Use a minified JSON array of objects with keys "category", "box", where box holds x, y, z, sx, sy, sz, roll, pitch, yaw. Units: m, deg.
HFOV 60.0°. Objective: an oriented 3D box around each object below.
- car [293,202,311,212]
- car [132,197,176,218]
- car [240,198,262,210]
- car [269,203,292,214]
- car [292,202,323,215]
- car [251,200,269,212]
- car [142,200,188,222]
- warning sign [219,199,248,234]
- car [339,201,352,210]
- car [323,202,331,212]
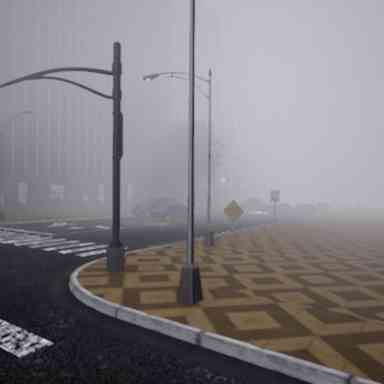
[{"category":"car","box":[18.315,2.442,55.278,1.994,1.385,4.181,1,-1,33]},{"category":"car","box":[-3.561,1.508,33.359,2.150,2.045,5.566,1,-1,33]},{"category":"car","box":[9.694,1.939,53.881,2.150,2.045,5.566,1,-1,33]},{"category":"car","box":[12.801,2.227,46.586,1.812,1.442,4.674,1,-1,33]},{"category":"car","box":[15.766,2.288,45.184,2.033,1.411,5.357,1,-1,33]},{"category":"car","box":[11.081,2.267,50.076,1.994,1.385,4.181,1,-1,33]},{"category":"car","box":[-1.880,1.763,29.962,1.882,1.535,5.008,1,-1,33]},{"category":"warning sign","box":[2.379,1.375,19.056,1.300,1.860,1.060,2,1,33]},{"category":"car","box":[30.699,2.650,66.473,1.801,1.575,5.366,1,-1,33]},{"category":"car","box":[21.052,2.415,53.524,1.837,1.490,4.892,1,-1,33]}]
